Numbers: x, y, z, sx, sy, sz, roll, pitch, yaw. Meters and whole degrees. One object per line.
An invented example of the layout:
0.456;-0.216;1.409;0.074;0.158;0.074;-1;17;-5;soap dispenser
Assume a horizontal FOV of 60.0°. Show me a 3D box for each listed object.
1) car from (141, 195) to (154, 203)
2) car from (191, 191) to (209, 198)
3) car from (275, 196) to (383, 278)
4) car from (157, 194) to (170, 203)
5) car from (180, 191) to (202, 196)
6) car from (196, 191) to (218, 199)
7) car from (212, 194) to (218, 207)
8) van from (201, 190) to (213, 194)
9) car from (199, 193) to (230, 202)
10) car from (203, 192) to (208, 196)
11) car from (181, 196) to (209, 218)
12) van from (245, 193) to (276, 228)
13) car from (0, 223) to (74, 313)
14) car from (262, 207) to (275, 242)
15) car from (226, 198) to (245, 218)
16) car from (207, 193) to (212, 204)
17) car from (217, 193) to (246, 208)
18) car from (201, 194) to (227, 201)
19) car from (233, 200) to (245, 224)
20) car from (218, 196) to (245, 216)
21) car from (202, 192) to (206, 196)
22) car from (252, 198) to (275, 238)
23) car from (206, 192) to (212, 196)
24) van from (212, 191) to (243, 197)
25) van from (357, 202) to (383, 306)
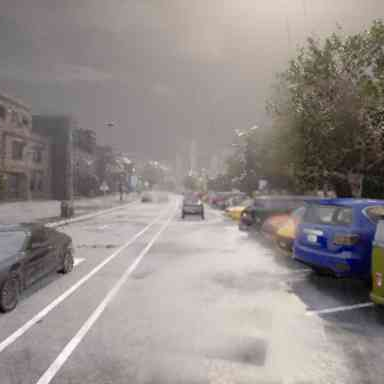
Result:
-7.753;1.164;58.013;2.033;1.411;5.357;0;1;-2;car
2.280;0.656;91.710;4.553;1.767;2.185;1;0;-25;car
5.327;1.214;8.716;5.566;2.045;2.435;1;0;-20;car
-4.943;1.149;57.215;1.812;1.442;4.674;0;1;-2;car
-0.208;1.111;44.090;2.097;1.767;4.553;0;1;-1;car
3.464;0.779;76.901;4.553;1.767;2.185;0;0;-24;car
5.178;1.335;38.371;4.674;1.452;2.002;1;1;-21;car
4.416;0.856;59.066;4.442;1.987;1.878;0;1;-23;van
4.208;1.046;62.009;5.366;1.575;1.946;1;1;-23;car
4.744;1.189;53.197;4.674;1.452;2.002;0;1;-22;car
0.068;1.377;28.449;2.128;1.511;4.902;0;0;0;car
5.403;1.208;17.634;4.442;1.987;1.878;1;0;-20;van
-4.259;1.509;7.758;1.812;1.442;4.674;0;0;0;car
5.304;1.456;11.662;5.008;1.535;2.097;1;1;-20;car
5.471;1.401;23.579;5.366;1.575;1.946;1;0;-20;car
5.043;1.241;44.314;5.008;1.535;2.097;1;0;-22;car
5.230;1.217;32.419;4.553;1.767;2.185;1;0;-21;car
4.227;1.060;65.050;4.674;1.452;2.002;0;1;-23;car
5.321;1.448;20.564;4.792;1.488;2.163;1;0;-20;car
5.120;1.380;26.420;5.366;1.575;1.946;1;1;-20;car
4.647;1.156;56.150;4.674;1.452;2.002;0;0;-23;car
5.325;1.320;14.636;4.553;1.767;2.185;1;1;-20;car
5.141;1.211;47.351;5.366;1.575;1.946;1;0;-22;car
5.229;1.044;41.388;4.442;1.987;1.878;1;0;-21;van
5.404;1.249;5.790;4.442;1.987;1.878;1;0;-20;van
